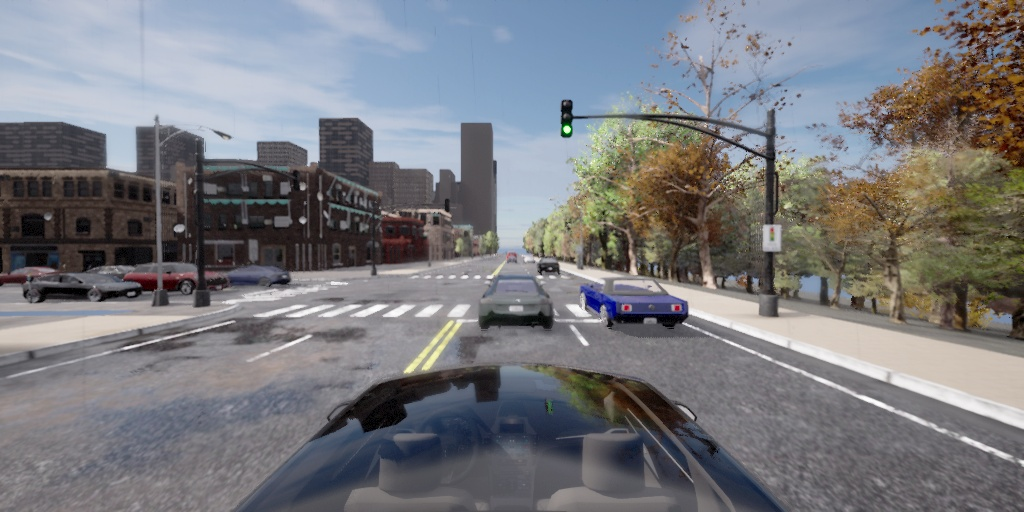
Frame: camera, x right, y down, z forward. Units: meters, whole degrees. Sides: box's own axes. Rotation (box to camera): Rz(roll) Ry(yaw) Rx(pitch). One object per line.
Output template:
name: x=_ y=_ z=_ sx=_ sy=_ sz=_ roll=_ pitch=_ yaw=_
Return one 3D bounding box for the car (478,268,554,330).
car: x=0.104 y=1.229 z=10.736 sx=1.994 sy=1.385 sz=4.181 roll=0 pitch=1 yaw=0

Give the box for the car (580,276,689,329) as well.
car: x=3.352 y=1.264 z=10.897 sx=1.895 sy=1.301 sz=4.718 roll=0 pitch=1 yaw=0

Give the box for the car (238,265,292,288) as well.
car: x=-16.259 y=1.271 z=22.532 sx=4.181 sy=1.385 sz=1.994 roll=-1 pitch=1 yaw=2

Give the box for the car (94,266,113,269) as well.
car: x=-28.274 y=1.341 z=25.269 sx=4.403 sy=1.370 sz=2.007 roll=0 pitch=0 yaw=0

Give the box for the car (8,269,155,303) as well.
car: x=-19.943 y=1.425 z=16.755 sx=4.313 sy=1.339 sz=1.948 roll=0 pitch=0 yaw=0

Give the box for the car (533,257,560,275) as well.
car: x=3.358 y=0.921 z=33.895 sx=1.882 sy=1.535 sz=5.008 roll=0 pitch=1 yaw=0

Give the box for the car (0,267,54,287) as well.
car: x=-33.810 y=1.435 z=25.278 sx=4.207 sy=1.307 sz=1.802 roll=0 pitch=0 yaw=0

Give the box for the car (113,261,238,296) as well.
car: x=-18.026 y=1.138 z=19.392 sx=4.553 sy=1.767 sz=2.097 roll=-1 pitch=1 yaw=2
